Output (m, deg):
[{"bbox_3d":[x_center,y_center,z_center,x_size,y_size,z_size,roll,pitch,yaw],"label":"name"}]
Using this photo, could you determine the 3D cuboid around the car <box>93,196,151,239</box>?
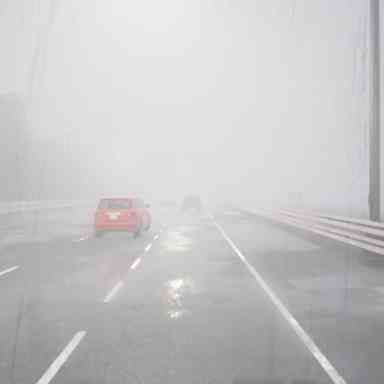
[{"bbox_3d":[-3.526,1.229,17.593,2.150,2.045,5.566,0,0,0],"label":"car"}]

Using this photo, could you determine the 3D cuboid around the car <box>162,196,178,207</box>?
[{"bbox_3d":[-3.677,1.674,53.226,1.895,1.301,4.718,0,0,0],"label":"car"}]

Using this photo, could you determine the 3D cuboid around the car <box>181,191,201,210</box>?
[{"bbox_3d":[-0.025,1.271,43.300,2.150,2.045,5.566,0,0,0],"label":"car"}]

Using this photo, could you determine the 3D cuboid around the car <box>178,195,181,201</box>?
[{"bbox_3d":[-3.964,1.714,89.646,1.812,1.442,4.674,0,0,-1],"label":"car"}]
